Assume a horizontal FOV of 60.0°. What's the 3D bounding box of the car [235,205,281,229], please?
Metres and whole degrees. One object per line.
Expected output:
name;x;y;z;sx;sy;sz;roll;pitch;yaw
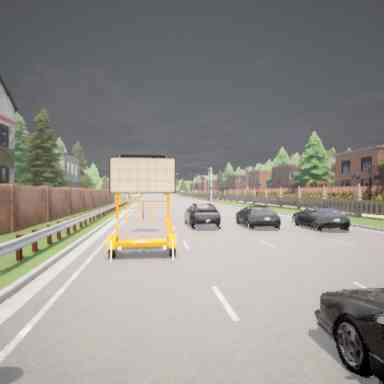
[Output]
car;4.181;1.554;21.606;1.994;1.385;4.181;0;0;-7

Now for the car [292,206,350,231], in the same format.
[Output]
car;7.840;1.554;20.565;1.994;1.385;4.181;0;0;-7

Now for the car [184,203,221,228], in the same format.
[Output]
car;0.622;1.481;21.859;2.128;1.511;4.902;0;0;-7

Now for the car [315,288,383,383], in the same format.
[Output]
car;3.047;1.546;2.605;2.033;1.411;5.357;0;0;-7

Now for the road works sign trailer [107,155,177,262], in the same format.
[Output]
road works sign trailer;-1.788;0.458;12.181;2.380;3.560;2.880;0;0;-7
